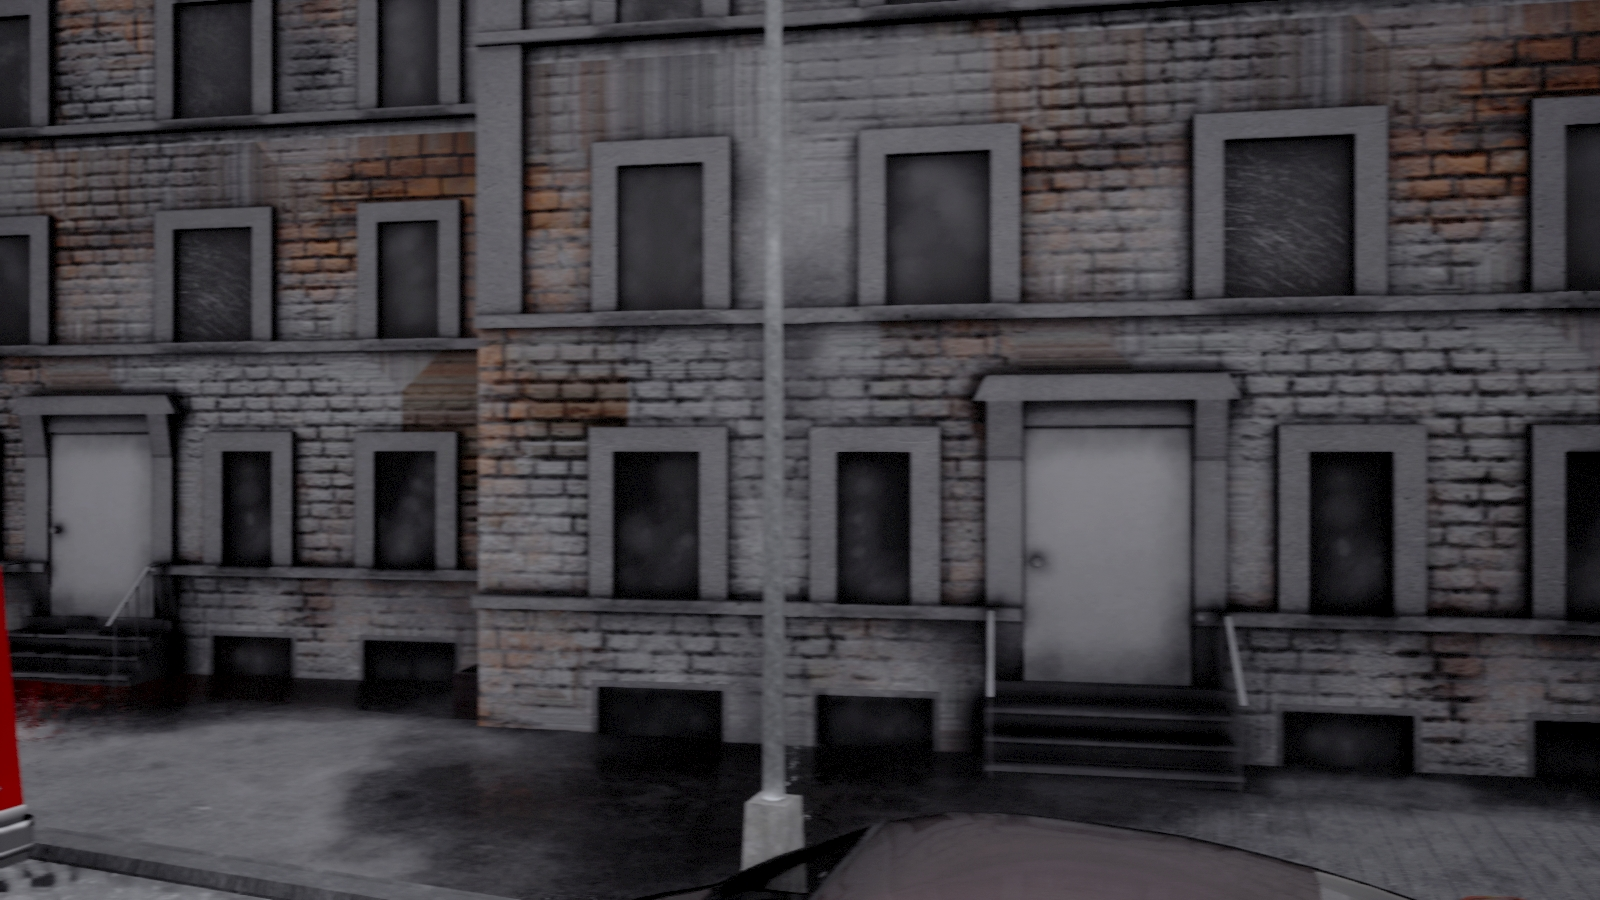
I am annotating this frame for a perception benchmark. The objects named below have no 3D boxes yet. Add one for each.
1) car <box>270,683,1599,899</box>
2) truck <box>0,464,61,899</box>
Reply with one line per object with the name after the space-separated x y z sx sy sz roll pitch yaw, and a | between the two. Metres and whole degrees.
0.489 1.806 3.580 3.705 1.549 1.789 0 0 20 | car
-7.220 1.341 6.307 5.204 2.467 2.627 -1 0 20 | truck
